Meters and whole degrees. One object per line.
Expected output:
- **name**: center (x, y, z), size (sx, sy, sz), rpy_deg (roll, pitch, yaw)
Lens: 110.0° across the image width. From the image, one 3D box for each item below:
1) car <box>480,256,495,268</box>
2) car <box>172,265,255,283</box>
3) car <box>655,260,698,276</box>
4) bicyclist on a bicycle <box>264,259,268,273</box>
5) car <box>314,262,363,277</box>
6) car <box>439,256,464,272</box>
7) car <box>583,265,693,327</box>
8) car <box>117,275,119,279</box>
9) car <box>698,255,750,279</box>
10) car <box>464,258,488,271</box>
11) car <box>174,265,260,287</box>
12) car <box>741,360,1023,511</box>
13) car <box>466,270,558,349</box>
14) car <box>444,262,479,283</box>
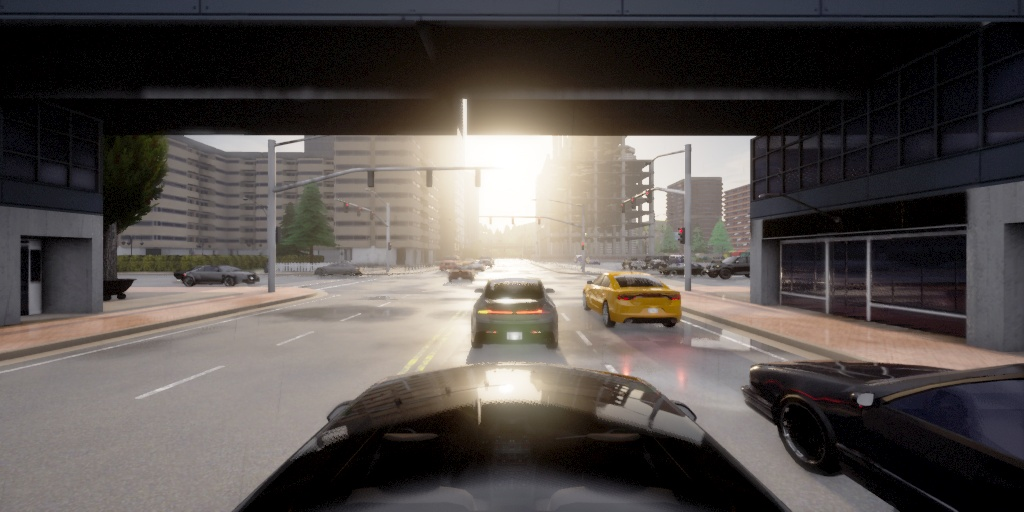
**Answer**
- **car**: center (-4.575, 0.972, 61.741), size (2.150, 2.045, 5.566), rpy_deg (0, 0, 0)
- **car**: center (-22.758, 1.351, 27.451), size (4.718, 1.301, 1.895), rpy_deg (0, 0, 0)
- **car**: center (16.882, 1.351, 34.938), size (4.718, 1.301, 1.895), rpy_deg (0, 0, 0)
- **bicyclist on a bicycle**: center (-26.006, 1.051, 38.419), size (0.582, 1.620, 1.656), rpy_deg (0, 0, 0)
- **car**: center (-16.654, 1.314, 34.612), size (4.181, 1.385, 1.994), rpy_deg (0, 0, -2)
- **car**: center (-7.998, 0.971, 46.920), size (2.150, 2.045, 5.566), rpy_deg (0, 0, 0)
- **car**: center (3.575, 1.228, 11.533), size (1.882, 1.535, 5.008), rpy_deg (0, 0, 0)
- **car**: center (-29.324, 1.104, 23.924), size (4.553, 1.767, 2.097), rpy_deg (0, 0, 0)
- **car**: center (19.895, 0.971, 31.400), size (5.566, 2.045, 2.150), rpy_deg (0, 0, 1)
- **car**: center (-4.460, 1.297, 45.563), size (2.033, 1.411, 5.357), rpy_deg (0, 0, -1)
- **car**: center (-19.383, 1.314, 23.971), size (4.181, 1.385, 1.994), rpy_deg (0, 0, 0)
- **car**: center (3.600, 1.297, 1.706), size (2.033, 1.411, 5.357), rpy_deg (0, 0, 0)
- **car**: center (0.064, 1.255, 9.162), size (1.837, 1.490, 4.892), rpy_deg (0, 0, 0)
- **car**: center (-3.906, 1.351, 28.390), size (1.895, 1.301, 4.718), rpy_deg (0, 0, -3)
